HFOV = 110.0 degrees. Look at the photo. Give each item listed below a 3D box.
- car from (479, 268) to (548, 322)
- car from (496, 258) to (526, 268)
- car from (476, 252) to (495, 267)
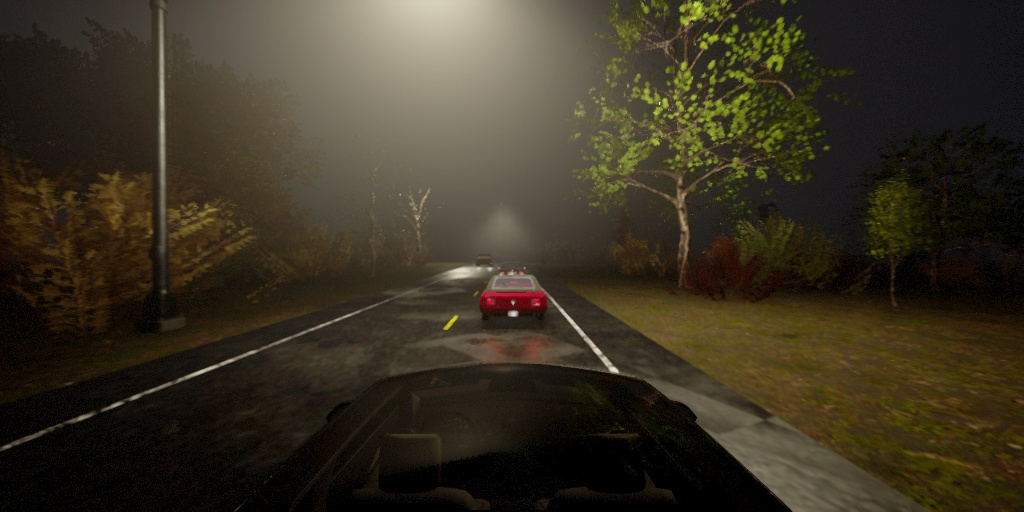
[{"bbox_3d":[0.047,1.264,11.914,1.895,1.301,4.718,0,0,0],"label":"car"},{"bbox_3d":[-0.010,1.098,25.164,2.033,1.411,5.357,0,1,0],"label":"car"},{"bbox_3d":[-3.957,0.524,51.775,2.150,2.045,5.566,0,1,-3],"label":"car"}]
